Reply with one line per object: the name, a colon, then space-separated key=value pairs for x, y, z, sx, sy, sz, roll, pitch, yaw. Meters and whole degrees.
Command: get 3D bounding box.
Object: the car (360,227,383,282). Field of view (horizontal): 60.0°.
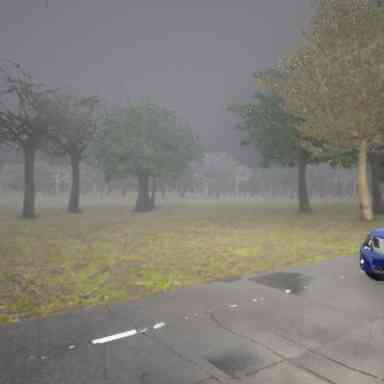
car: x=6.679 y=1.217 z=8.665 sx=5.566 sy=2.045 sz=2.150 roll=0 pitch=0 yaw=-35
